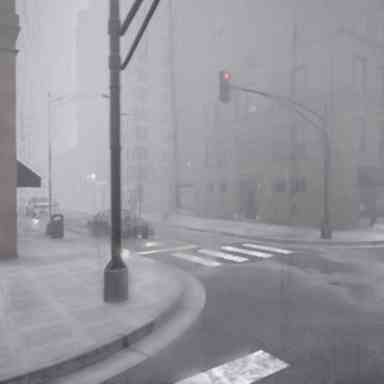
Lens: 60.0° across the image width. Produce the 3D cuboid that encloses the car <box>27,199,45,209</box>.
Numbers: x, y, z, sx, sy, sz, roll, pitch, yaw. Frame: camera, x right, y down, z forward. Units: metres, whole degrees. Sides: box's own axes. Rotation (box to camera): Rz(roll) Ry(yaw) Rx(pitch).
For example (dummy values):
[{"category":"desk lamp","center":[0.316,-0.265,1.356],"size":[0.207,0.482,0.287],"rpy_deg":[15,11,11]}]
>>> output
[{"category":"car","center":[-24.860,1.881,52.961],"size":[1.882,1.535,5.008],"rpy_deg":[0,0,-34]}]

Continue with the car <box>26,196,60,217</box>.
[{"category":"car","center":[-15.812,1.469,34.730],"size":[2.150,2.045,5.566],"rpy_deg":[0,0,-34]}]

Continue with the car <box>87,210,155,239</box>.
[{"category":"car","center":[-3.914,1.631,17.363],"size":[2.033,1.411,5.357],"rpy_deg":[0,0,-34]}]

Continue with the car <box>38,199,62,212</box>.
[{"category":"car","center":[-19.142,1.808,44.715],"size":[2.128,1.511,4.902],"rpy_deg":[0,0,-34]}]
